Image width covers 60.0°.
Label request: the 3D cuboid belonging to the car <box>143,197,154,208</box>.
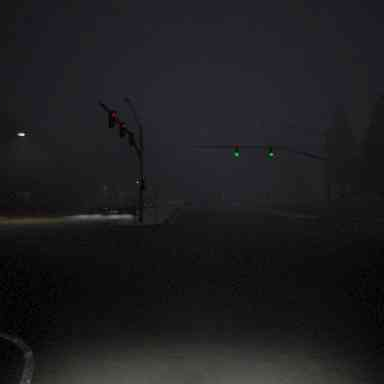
[{"bbox_3d":[-8.505,2.019,63.451,2.150,2.045,5.566,0,-1,0],"label":"car"}]

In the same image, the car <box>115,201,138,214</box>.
[{"bbox_3d":[-8.259,2.143,43.096,1.895,1.301,4.718,0,-1,-1],"label":"car"}]

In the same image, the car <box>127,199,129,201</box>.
[{"bbox_3d":[-11.986,2.126,61.568,2.097,1.767,4.553,0,-1,0],"label":"car"}]

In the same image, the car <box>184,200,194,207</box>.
[{"bbox_3d":[-0.583,2.371,71.028,1.882,1.535,5.008,0,-1,-1],"label":"car"}]

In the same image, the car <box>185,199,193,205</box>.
[{"bbox_3d":[-0.742,2.529,81.466,1.994,1.385,4.181,0,-1,-1],"label":"car"}]

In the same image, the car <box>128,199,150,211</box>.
[{"bbox_3d":[-8.397,2.211,52.741,2.033,1.411,5.357,0,-1,-1],"label":"car"}]

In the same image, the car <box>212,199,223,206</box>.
[{"bbox_3d":[6.257,2.508,81.583,2.128,1.511,4.902,0,-1,-1],"label":"car"}]

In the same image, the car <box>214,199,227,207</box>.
[{"bbox_3d":[6.410,2.424,71.508,1.812,1.442,4.674,0,-1,-1],"label":"car"}]

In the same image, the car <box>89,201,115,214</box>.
[{"bbox_3d":[-11.757,2.141,42.967,1.895,1.301,4.718,0,-1,-1],"label":"car"}]

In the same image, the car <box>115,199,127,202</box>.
[{"bbox_3d":[-11.883,2.178,51.868,1.812,1.442,4.674,0,-1,-1],"label":"car"}]

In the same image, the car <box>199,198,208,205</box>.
[{"bbox_3d":[2.758,2.344,81.517,2.097,1.767,4.553,0,-1,-1],"label":"car"}]

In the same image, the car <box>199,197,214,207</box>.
[{"bbox_3d":[2.918,2.118,70.996,2.150,2.045,5.566,0,-1,-1],"label":"car"}]
